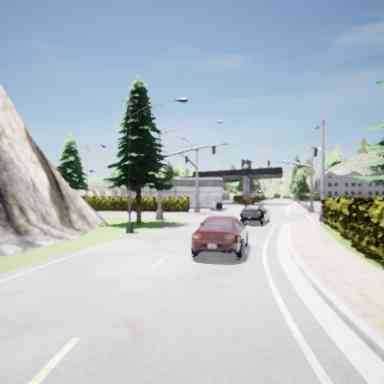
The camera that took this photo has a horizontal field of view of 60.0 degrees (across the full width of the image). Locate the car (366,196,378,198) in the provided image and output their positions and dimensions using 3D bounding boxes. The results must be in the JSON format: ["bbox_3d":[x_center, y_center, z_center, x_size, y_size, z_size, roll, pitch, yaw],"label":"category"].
[{"bbox_3d":[42.411,1.894,79.704,4.605,1.855,1.932,0,-1,16],"label":"car"}]

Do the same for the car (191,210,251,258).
[{"bbox_3d":[1.207,1.660,13.318,1.812,1.442,4.674,0,0,13],"label":"car"}]

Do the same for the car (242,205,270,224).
[{"bbox_3d":[5.176,1.765,27.142,2.128,1.511,4.902,0,-1,21],"label":"car"}]
